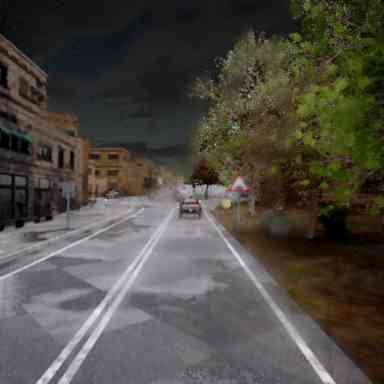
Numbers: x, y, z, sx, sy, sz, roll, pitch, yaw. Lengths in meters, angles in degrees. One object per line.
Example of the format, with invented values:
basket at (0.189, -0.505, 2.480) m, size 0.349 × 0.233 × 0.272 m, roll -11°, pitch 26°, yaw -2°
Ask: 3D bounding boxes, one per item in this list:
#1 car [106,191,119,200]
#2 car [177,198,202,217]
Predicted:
car at (-15.084, 0.641, 63.295) m, size 1.837 × 1.490 × 4.892 m, roll -1°, pitch 1°, yaw -1°
car at (-0.175, 1.278, 28.147) m, size 2.128 × 1.511 × 4.902 m, roll 0°, pitch -1°, yaw -2°
